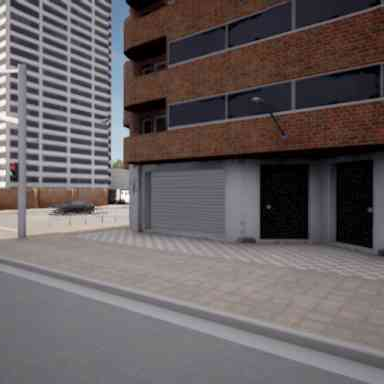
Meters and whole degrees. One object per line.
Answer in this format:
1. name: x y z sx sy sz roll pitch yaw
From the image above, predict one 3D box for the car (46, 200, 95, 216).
1. car: -11.420 1.460 31.443 1.812 1.442 4.674 0 0 36
